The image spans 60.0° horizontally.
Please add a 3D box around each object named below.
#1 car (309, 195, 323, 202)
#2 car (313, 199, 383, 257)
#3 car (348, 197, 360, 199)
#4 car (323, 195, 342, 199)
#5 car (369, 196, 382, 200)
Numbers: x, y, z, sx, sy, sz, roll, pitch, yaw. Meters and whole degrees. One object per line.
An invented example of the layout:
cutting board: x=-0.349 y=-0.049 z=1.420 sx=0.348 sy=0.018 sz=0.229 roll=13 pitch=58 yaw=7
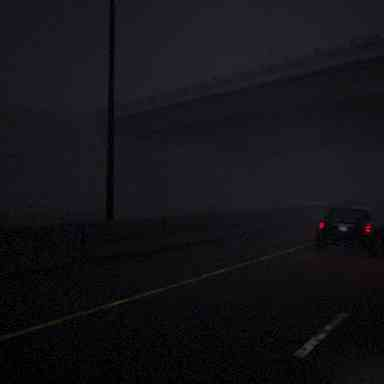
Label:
car: x=25.165 y=1.371 z=67.226 sx=1.994 sy=1.385 sz=4.181 roll=1 pitch=1 yaw=41
car: x=6.720 y=1.334 z=13.354 sx=2.097 sy=1.767 sz=4.553 roll=1 pitch=0 yaw=41
car: x=30.460 y=1.524 z=62.650 sx=1.895 sy=1.301 sz=4.718 roll=1 pitch=1 yaw=41
car: x=27.823 y=1.351 z=64.949 sx=1.882 sy=1.535 sz=5.008 roll=1 pitch=1 yaw=41
car: x=33.163 y=1.525 z=60.426 sx=2.033 sy=1.411 sz=5.357 roll=1 pitch=1 yaw=41
